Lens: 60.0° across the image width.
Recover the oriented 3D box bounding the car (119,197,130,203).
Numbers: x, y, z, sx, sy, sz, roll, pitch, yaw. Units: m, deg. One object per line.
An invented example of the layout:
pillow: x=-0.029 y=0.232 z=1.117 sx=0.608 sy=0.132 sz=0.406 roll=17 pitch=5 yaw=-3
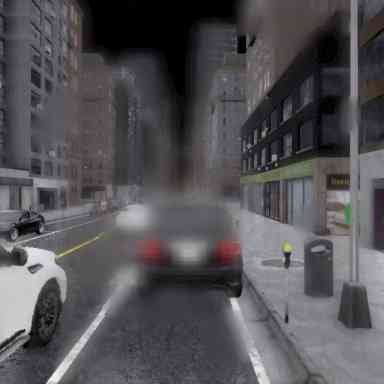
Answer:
car: x=-8.813 y=1.567 z=38.453 sx=1.947 sy=1.339 sz=4.313 roll=0 pitch=0 yaw=0

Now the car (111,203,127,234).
car: x=-3.098 y=1.527 z=19.295 sx=1.812 sy=1.442 sz=4.674 roll=0 pitch=-1 yaw=0

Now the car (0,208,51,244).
car: x=-8.813 y=1.566 z=16.352 sx=1.947 sy=1.339 sz=4.313 roll=0 pitch=0 yaw=0

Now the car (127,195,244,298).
car: x=-0.039 y=1.228 z=8.680 sx=2.150 sy=2.045 sz=5.566 roll=0 pitch=0 yaw=0

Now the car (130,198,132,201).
car: x=-8.813 y=1.442 z=43.978 sx=1.967 sy=1.590 sz=4.097 roll=0 pitch=0 yaw=0

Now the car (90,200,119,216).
car: x=-8.813 y=1.583 z=32.928 sx=1.802 sy=1.307 sz=4.206 roll=0 pitch=0 yaw=0

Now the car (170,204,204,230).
car: x=-0.287 y=1.551 z=21.888 sx=2.008 sy=1.369 sz=4.403 roll=0 pitch=0 yaw=0

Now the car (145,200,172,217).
car: x=-3.123 y=1.549 z=32.192 sx=2.033 sy=1.411 sz=5.357 roll=0 pitch=0 yaw=0

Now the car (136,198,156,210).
car: x=-6.167 y=1.549 z=45.340 sx=2.033 sy=1.411 sz=5.357 roll=0 pitch=0 yaw=0

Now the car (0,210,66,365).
car: x=-3.145 y=1.223 z=3.118 sx=2.150 sy=2.045 sz=5.566 roll=0 pitch=0 yaw=0

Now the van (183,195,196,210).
van: x=-0.287 y=1.342 z=43.983 sx=1.690 sy=1.788 sz=3.998 roll=0 pitch=0 yaw=0

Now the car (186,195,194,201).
car: x=-0.572 y=1.469 z=87.873 sx=1.967 sy=1.590 sz=4.097 roll=0 pitch=0 yaw=-1

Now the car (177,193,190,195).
car: x=-0.287 y=1.316 z=38.459 sx=2.192 sy=1.841 sz=5.009 roll=0 pitch=0 yaw=0
